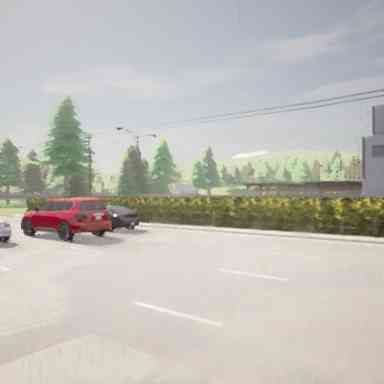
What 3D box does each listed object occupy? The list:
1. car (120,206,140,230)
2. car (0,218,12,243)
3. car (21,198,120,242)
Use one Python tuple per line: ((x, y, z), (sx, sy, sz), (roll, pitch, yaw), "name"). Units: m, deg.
((-5.418, 1.621, 20.757), (4.892, 1.490, 1.837), (0, 0, 36), "car")
((-10.253, 1.649, 15.594), (4.674, 1.442, 1.812), (-1, 0, 35), "car")
((-6.606, 1.330, 17.307), (5.566, 2.045, 2.150), (-1, 0, 36), "car")
